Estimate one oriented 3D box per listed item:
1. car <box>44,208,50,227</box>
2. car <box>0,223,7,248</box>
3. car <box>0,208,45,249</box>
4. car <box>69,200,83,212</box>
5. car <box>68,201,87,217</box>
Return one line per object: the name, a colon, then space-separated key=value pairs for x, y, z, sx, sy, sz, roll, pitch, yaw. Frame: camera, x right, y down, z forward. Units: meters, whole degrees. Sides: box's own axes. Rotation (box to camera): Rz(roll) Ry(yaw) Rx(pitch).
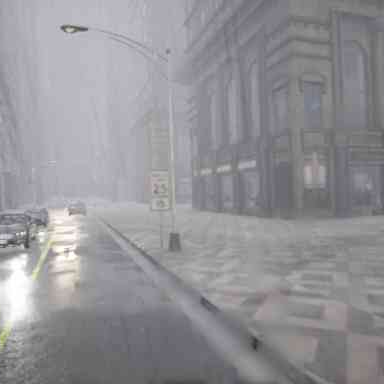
car: x=-12.035 y=1.921 z=25.695 sx=2.033 sy=1.411 sz=5.357 roll=-2 pitch=0 yaw=-20
car: x=-5.035 y=1.649 z=6.134 sx=1.882 sy=1.535 sz=5.008 roll=-2 pitch=0 yaw=-20
car: x=-8.470 y=1.769 z=15.717 sx=2.128 sy=1.511 sz=4.902 roll=-2 pitch=0 yaw=-20
car: x=-16.585 y=1.985 z=47.611 sx=1.812 sy=1.442 sz=4.674 roll=-2 pitch=0 yaw=-19
car: x=-12.539 y=1.905 z=36.425 sx=2.033 sy=1.411 sz=5.357 roll=-2 pitch=0 yaw=-19
